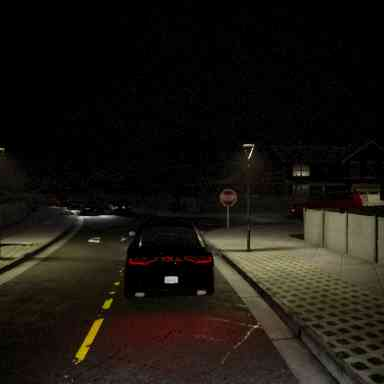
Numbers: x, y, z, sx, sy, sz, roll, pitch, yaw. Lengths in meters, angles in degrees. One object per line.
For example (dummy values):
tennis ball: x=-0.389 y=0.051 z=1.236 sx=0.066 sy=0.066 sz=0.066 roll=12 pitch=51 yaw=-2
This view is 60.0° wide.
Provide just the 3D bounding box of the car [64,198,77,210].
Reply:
car: x=-14.733 y=1.495 z=42.559 sx=1.812 sy=1.442 sz=4.674 roll=0 pitch=0 yaw=-30

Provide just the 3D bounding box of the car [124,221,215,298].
car: x=-0.636 y=1.474 z=8.626 sx=1.882 sy=1.535 sz=5.008 roll=0 pitch=0 yaw=-6

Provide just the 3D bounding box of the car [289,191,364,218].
car: x=10.456 y=0.990 z=25.847 sx=5.566 sy=2.045 sz=2.150 roll=-1 pitch=1 yaw=-9

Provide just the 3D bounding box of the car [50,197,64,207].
car: x=-20.371 y=1.454 z=51.213 sx=1.882 sy=1.535 sz=5.008 roll=0 pitch=0 yaw=-36

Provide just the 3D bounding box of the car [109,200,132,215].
car: x=-7.357 y=1.513 z=34.030 sx=2.033 sy=1.411 sz=5.357 roll=0 pitch=0 yaw=-19

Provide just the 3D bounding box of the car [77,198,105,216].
car: x=-9.925 y=1.480 z=32.895 sx=1.837 sy=1.490 sz=4.892 roll=0 pitch=0 yaw=-25
